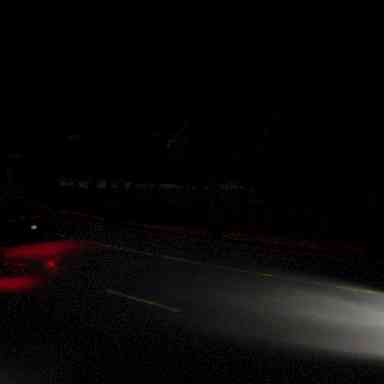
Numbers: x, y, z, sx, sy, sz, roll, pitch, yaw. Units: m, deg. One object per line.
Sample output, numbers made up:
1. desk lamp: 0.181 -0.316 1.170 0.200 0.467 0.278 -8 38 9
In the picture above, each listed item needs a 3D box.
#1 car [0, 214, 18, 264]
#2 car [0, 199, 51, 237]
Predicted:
1. car: -7.276 1.277 9.180 5.357 1.411 2.033 3 2 35
2. car: -7.962 1.025 13.953 5.008 1.535 1.882 4 3 35
